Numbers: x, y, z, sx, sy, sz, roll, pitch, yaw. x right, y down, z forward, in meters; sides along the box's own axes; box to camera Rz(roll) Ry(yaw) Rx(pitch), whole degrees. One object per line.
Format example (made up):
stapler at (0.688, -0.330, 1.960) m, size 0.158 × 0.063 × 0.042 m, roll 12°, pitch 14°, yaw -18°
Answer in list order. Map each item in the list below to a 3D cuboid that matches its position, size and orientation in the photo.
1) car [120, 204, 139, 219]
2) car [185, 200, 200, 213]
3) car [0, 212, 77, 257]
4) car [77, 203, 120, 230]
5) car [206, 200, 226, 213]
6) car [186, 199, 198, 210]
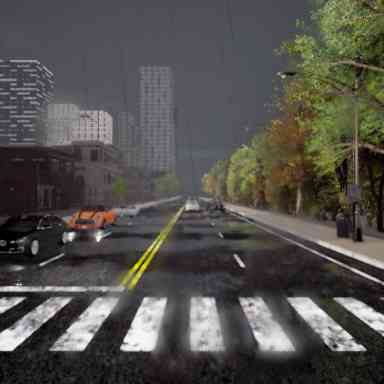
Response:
car at (-6.606, 1.935, 33.649) m, size 1.895 × 1.301 × 4.718 m, roll 0°, pitch -1°, yaw 0°
car at (0.072, 1.968, 44.642) m, size 1.812 × 1.442 × 4.674 m, roll 0°, pitch -1°, yaw 0°
car at (-6.606, 1.641, 13.599) m, size 1.837 × 1.490 × 4.892 m, roll 0°, pitch -1°, yaw 0°
car at (-6.608, 1.579, 22.677) m, size 2.097 × 1.767 × 4.553 m, roll 0°, pitch -1°, yaw 0°
car at (3.330, 1.981, 43.766) m, size 2.033 × 1.411 × 5.357 m, roll 0°, pitch -1°, yaw 0°
car at (-0.010, 2.019, 54.836) m, size 1.882 × 1.535 × 5.008 m, roll 0°, pitch -1°, yaw 0°
